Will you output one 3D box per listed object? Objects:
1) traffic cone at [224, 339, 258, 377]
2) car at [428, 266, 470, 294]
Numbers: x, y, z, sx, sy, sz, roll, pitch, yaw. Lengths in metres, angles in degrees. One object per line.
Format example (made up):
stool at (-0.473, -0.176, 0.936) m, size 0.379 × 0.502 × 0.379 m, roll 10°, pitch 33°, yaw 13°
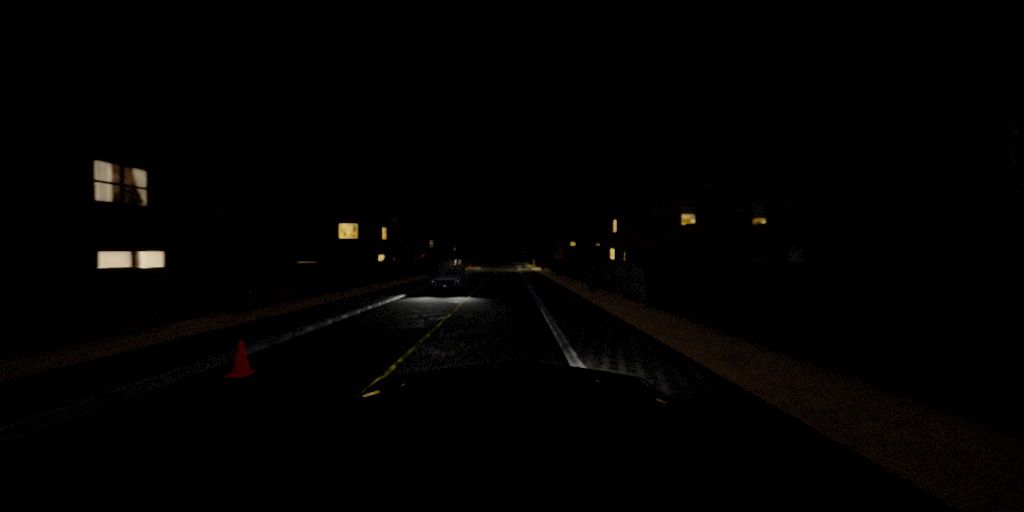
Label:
traffic cone at (-4.626, 1.723, 6.127) m, size 0.340 × 0.580 × 0.340 m, roll 0°, pitch 0°, yaw 0°
car at (-3.538, 1.315, 21.130) m, size 1.812 × 1.442 × 4.674 m, roll 0°, pitch 0°, yaw 0°
